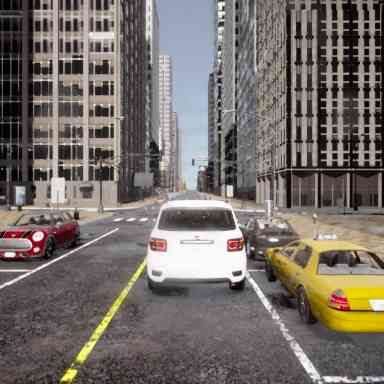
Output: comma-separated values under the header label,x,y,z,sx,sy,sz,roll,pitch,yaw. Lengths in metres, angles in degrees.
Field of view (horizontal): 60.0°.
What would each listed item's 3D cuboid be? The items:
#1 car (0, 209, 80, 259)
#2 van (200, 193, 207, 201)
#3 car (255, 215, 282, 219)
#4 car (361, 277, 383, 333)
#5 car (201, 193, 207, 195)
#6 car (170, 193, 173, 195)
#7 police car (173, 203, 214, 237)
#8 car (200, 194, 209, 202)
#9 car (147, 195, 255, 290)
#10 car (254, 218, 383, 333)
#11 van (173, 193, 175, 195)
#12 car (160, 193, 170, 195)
label,x,y,z,sx,sy,sz,roll,pitch,yaw
car,-5.684,1.437,12.405,1.967,1.590,4.097,0,0,0
van,2.720,1.239,78.716,1.690,1.788,3.998,0,0,0
car,2.696,1.548,12.403,2.008,1.369,4.403,0,0,0
car,2.692,1.551,1.065,2.008,1.369,4.403,0,0,0
car,2.810,1.380,61.664,1.967,1.590,4.097,0,0,0
car,-5.693,1.242,67.353,2.192,1.841,5.009,0,0,0
police car,0.103,1.497,19.109,2.038,1.542,4.974,0,0,1
car,2.718,1.353,73.032,1.967,1.590,4.097,0,0,0
car,0.103,1.220,9.189,2.150,2.045,5.566,0,0,0
car,2.694,1.525,6.905,1.752,1.417,4.829,0,0,0
van,-5.658,1.225,84.408,1.690,1.788,3.998,0,0,0
car,-5.762,1.380,61.668,1.967,1.590,4.097,0,0,0
